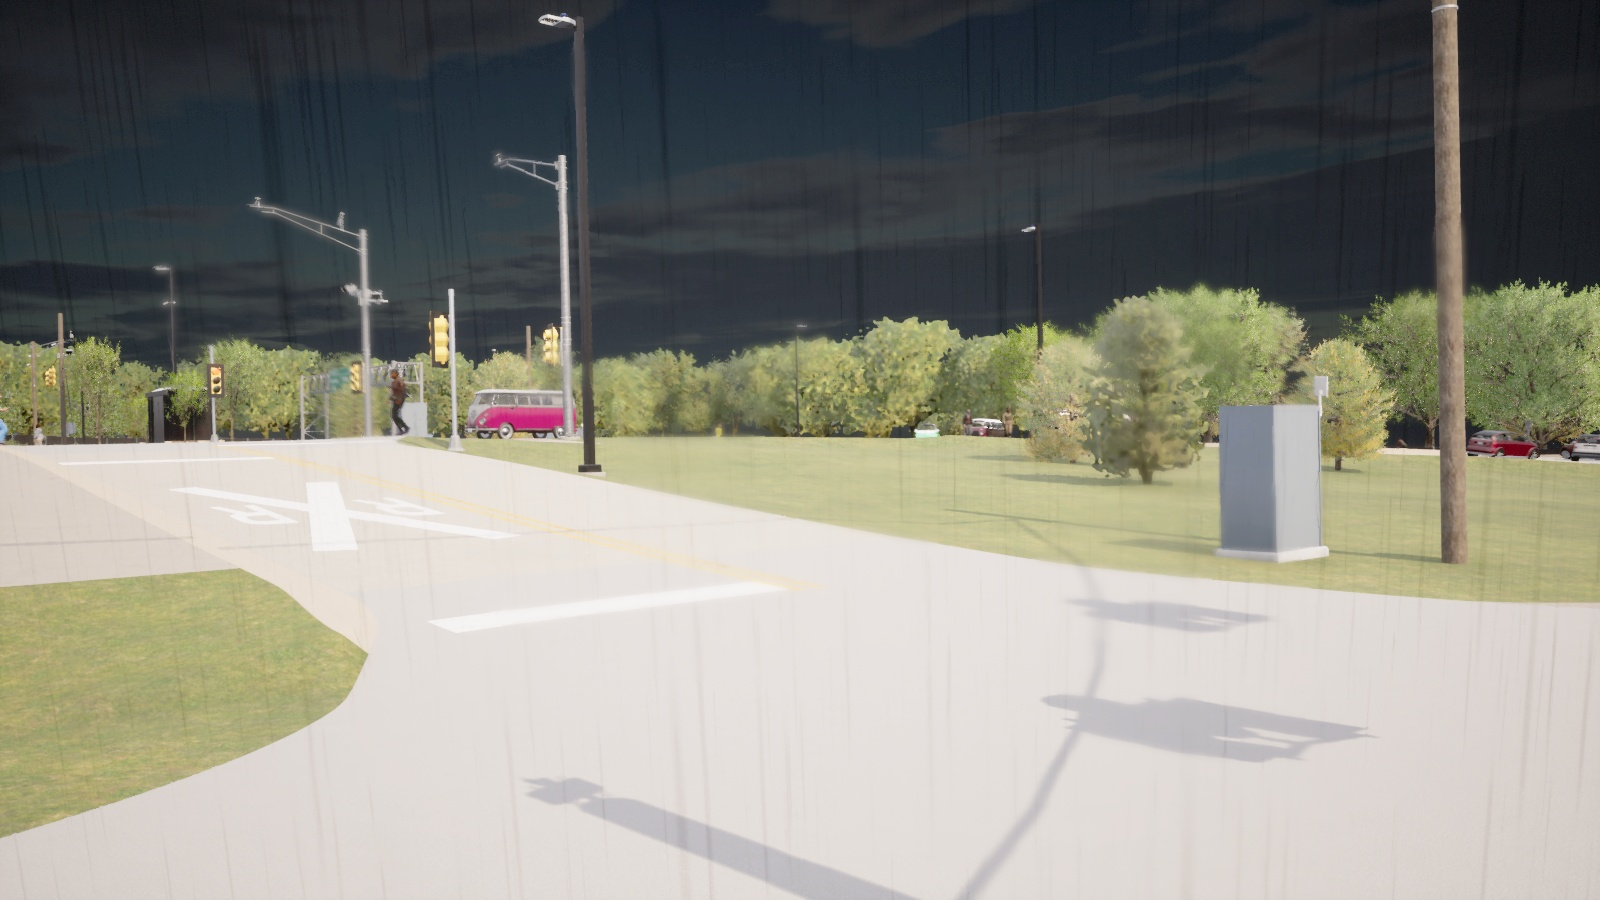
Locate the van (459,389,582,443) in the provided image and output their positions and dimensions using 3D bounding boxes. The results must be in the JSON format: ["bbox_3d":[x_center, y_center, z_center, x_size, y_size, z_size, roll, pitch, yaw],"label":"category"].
[{"bbox_3d":[-10.935,-1.312,49.343,1.775,1.987,4.442,-1,0,44],"label":"van"}]

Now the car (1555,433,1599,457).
[{"bbox_3d":[52.016,-0.340,82.205,1.882,1.535,5.008,-1,1,-3],"label":"car"}]

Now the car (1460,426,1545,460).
[{"bbox_3d":[36.673,-0.377,65.551,3.705,1.549,1.789,1,6,-22],"label":"car"}]

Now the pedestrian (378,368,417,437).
[{"bbox_3d":[-10.598,-1.245,33.083,0.328,1.805,0.869,-1,1,44],"label":"pedestrian"}]

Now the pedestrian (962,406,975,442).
[{"bbox_3d":[8.684,-1.328,64.712,0.376,1.854,0.720,-2,1,-15],"label":"pedestrian"}]

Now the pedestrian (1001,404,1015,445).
[{"bbox_3d":[9.939,-1.206,59.947,0.396,1.930,0.692,-2,1,-12],"label":"pedestrian"}]

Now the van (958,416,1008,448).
[{"bbox_3d":[13.036,-1.260,89.241,2.069,2.038,4.480,-1,-2,28],"label":"van"}]

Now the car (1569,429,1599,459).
[{"bbox_3d":[45.978,-0.317,73.203,1.851,1.617,3.988,4,1,32],"label":"car"}]

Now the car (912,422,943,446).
[{"bbox_3d":[7.765,-0.947,76.262,1.481,1.376,2.207,0,-1,17],"label":"car"}]

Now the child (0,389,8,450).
[{"bbox_3d":[-16.731,-0.635,26.058,0.437,1.263,0.270,-2,1,-43],"label":"child"}]
